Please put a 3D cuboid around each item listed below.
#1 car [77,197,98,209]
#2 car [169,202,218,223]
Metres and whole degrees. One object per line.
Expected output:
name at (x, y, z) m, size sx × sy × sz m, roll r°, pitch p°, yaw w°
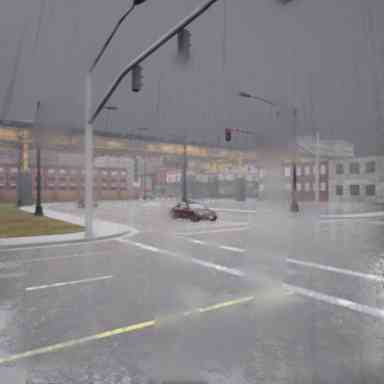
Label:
car at (-14.235, 1.450, 45.182) m, size 2.128 × 1.511 × 4.902 m, roll -1°, pitch 0°, yaw -32°
car at (-0.007, 1.530, 25.580) m, size 1.812 × 1.442 × 4.674 m, roll 0°, pitch 1°, yaw -36°
